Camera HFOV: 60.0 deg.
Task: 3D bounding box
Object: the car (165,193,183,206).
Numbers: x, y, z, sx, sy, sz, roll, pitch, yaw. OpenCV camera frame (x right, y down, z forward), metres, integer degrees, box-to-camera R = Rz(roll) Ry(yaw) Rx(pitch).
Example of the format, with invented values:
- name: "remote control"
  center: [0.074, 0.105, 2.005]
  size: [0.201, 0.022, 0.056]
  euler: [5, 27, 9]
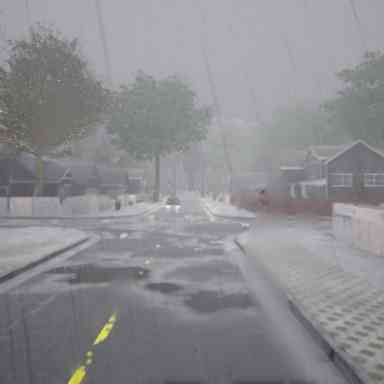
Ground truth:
- name: "car"
  center: [-2.754, 1.328, 48.704]
  size: [1.994, 1.385, 4.181]
  euler: [0, 1, 0]
